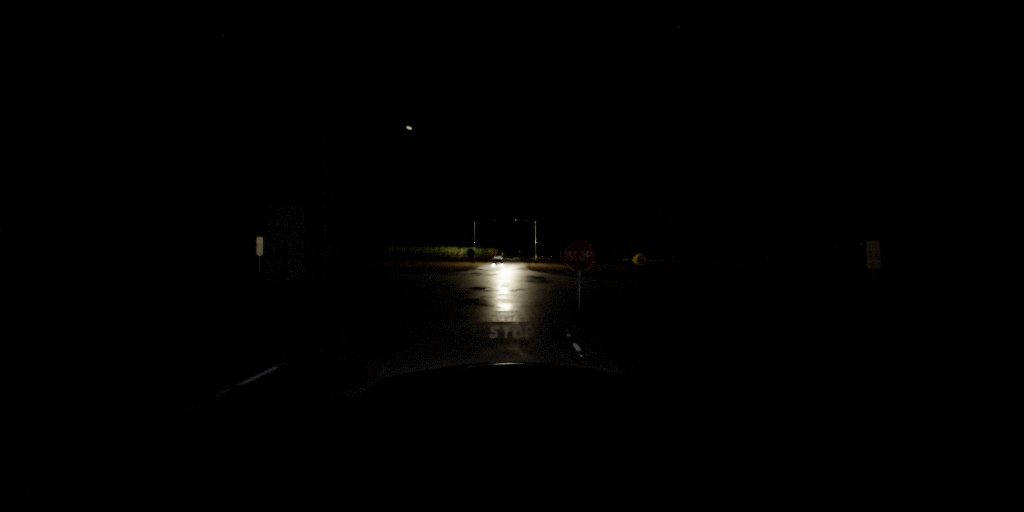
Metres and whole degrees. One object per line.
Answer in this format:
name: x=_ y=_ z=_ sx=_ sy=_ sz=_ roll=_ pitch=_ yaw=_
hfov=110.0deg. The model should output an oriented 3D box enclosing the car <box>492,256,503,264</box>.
car: x=-2.527 y=0.715 z=63.375 sx=1.895 sy=1.301 sz=4.718 roll=0 pitch=1 yaw=0
